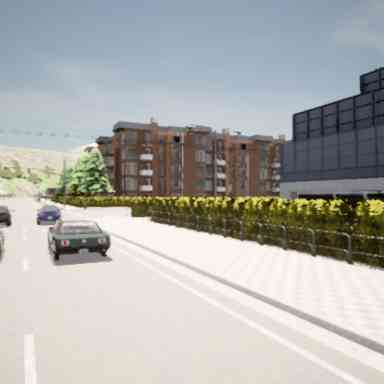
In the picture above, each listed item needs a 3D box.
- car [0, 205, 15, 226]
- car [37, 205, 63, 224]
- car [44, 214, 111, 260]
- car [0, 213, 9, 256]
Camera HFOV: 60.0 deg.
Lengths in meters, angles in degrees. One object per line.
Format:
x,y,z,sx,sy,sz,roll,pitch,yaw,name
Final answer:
-14.749,1.770,25.323,1.837,1.490,4.892,0,0,-27,car
-11.674,1.814,27.343,1.812,1.442,4.674,0,0,-23,car
-4.657,1.743,13.276,1.895,1.301,4.718,0,-1,-27,car
-7.878,1.688,11.899,1.994,1.385,4.181,0,-1,-26,car
